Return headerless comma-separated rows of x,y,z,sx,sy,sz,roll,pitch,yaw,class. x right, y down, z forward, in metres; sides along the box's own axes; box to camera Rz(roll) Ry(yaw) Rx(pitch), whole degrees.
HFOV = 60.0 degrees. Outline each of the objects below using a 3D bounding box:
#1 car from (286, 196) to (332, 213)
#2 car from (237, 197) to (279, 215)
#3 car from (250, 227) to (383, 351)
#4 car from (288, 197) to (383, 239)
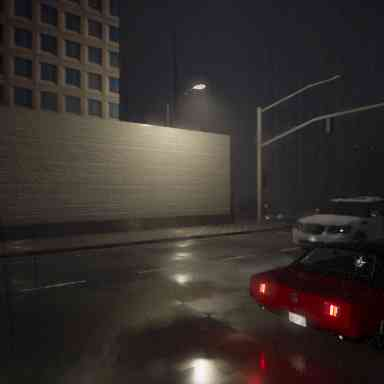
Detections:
13.373,1.407,38.301,2.097,1.767,4.553,0,0,-39,car
6.800,1.407,34.659,2.097,1.767,4.553,0,0,-35,car
3.389,1.601,6.200,4.718,1.301,1.895,0,0,-35,car
6.296,1.219,12.751,5.566,2.045,2.150,0,0,-35,car
